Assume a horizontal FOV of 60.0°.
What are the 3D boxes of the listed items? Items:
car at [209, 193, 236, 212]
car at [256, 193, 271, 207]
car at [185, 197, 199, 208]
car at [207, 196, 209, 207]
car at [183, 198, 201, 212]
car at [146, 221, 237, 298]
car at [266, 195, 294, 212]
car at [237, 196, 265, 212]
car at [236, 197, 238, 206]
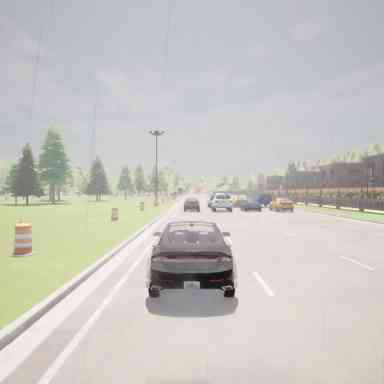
[{"bbox_3d":[3.475,1.221,39.176,2.150,2.045,5.566,0,0,0],"label":"car"},{"bbox_3d":[10.469,1.221,49.600,2.150,2.045,5.566,0,0,0],"label":"car"},{"bbox_3d":[-0.031,1.547,49.564,2.033,1.411,5.357,0,0,0],"label":"car"},{"bbox_3d":[3.469,1.221,49.596,2.150,2.045,5.566,0,0,0],"label":"car"},{"bbox_3d":[-0.024,1.491,39.144,2.128,1.511,4.902,0,0,0],"label":"car"},{"bbox_3d":[-0.006,1.492,8.531,2.128,1.511,4.902,0,0,0],"label":"car"},{"bbox_3d":[10.476,1.478,39.150,1.882,1.535,5.008,0,0,0],"label":"car"},{"bbox_3d":[6.975,1.564,39.565,1.994,1.385,4.181,0,0,0],"label":"car"},{"bbox_3d":[6.969,1.478,49.568,1.882,1.535,5.008,0,0,0],"label":"car"}]
